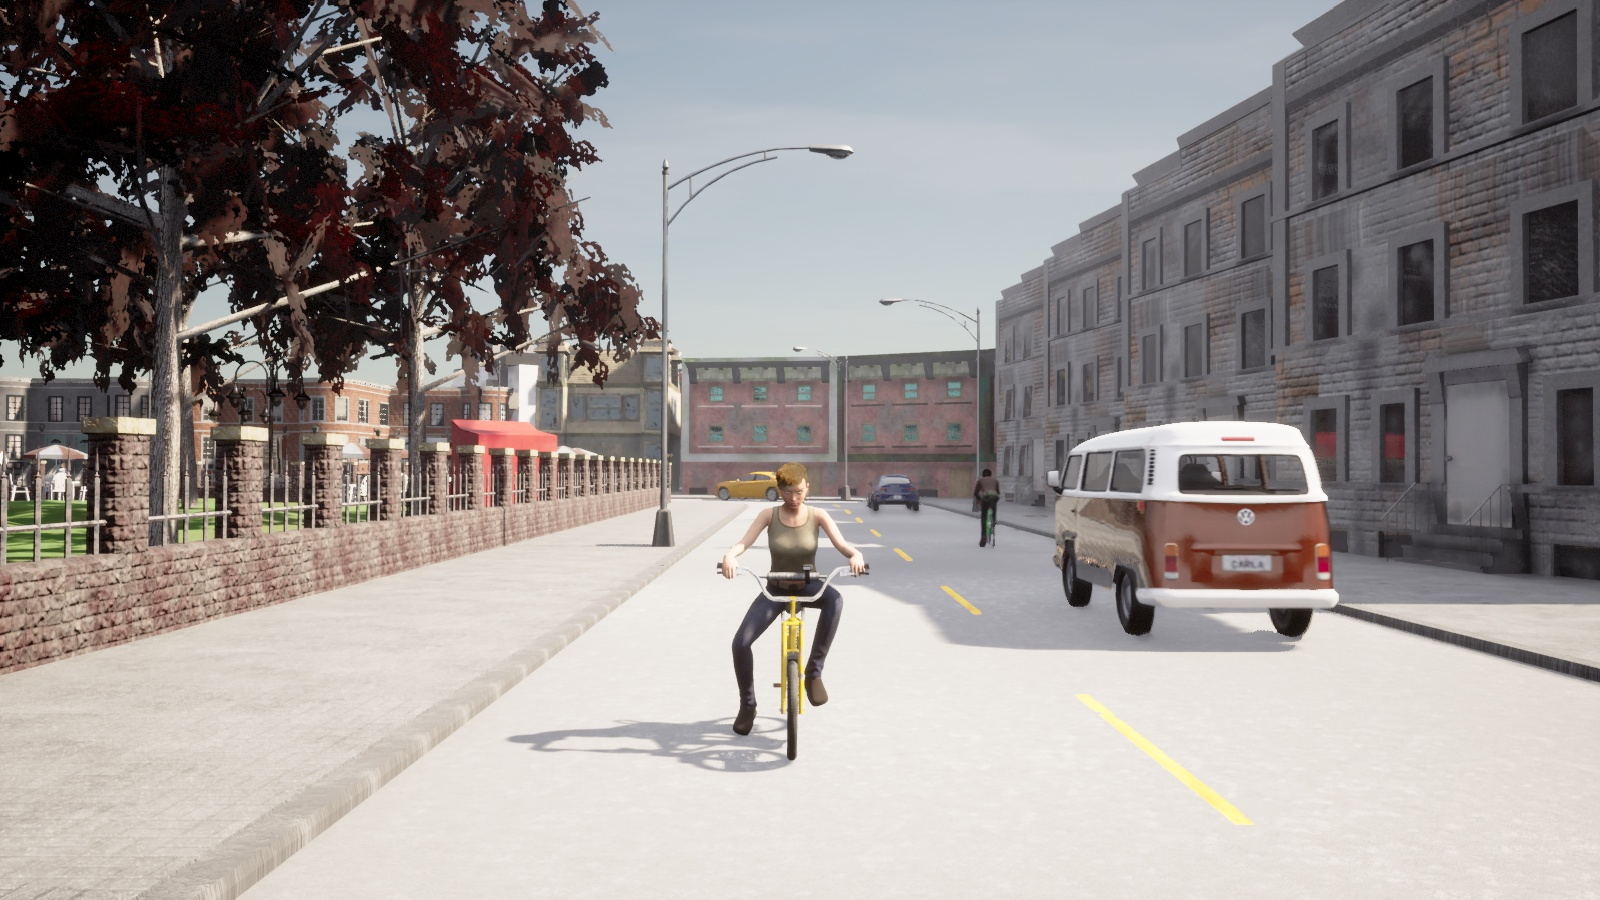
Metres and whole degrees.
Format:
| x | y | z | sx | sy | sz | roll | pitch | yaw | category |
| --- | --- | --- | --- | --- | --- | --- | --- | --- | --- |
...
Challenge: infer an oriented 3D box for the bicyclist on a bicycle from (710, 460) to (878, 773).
| x | y | z | sx | sy | sz | roll | pitch | yaw | category |
| --- | --- | --- | --- | --- | --- | --- | --- | --- | --- |
| -0.034 | 0.873 | 7.262 | 0.866 | 1.612 | 1.509 | 0 | -1 | 0 | bicyclist on a bicycle |

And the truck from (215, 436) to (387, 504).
| x | y | z | sx | sy | sz | roll | pitch | yaw | category |
| --- | --- | --- | --- | --- | --- | --- | --- | --- | --- |
| -26.305 | 1.051 | 66.468 | 7.936 | 3.462 | 2.891 | 0 | -1 | 0 | truck |

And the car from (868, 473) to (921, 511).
| x | y | z | sx | sy | sz | roll | pitch | yaw | category |
| --- | --- | --- | --- | --- | --- | --- | --- | --- | --- |
| 3.806 | 1.685 | 51.358 | 1.812 | 1.442 | 4.674 | 0 | -1 | 0 | car |

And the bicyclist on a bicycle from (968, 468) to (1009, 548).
| x | y | z | sx | sy | sz | roll | pitch | yaw | category |
| --- | --- | --- | --- | --- | --- | --- | --- | --- | --- |
| 3.908 | 1.190 | 26.139 | 0.582 | 1.620 | 1.656 | 0 | -1 | 0 | bicyclist on a bicycle |

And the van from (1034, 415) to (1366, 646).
| x | y | z | sx | sy | sz | roll | pitch | yaw | category |
| --- | --- | --- | --- | --- | --- | --- | --- | --- | --- |
| 3.958 | 0.746 | 13.358 | 2.069 | 2.038 | 4.480 | 0 | -1 | 0 | van |

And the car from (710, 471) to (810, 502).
| x | y | z | sx | sy | sz | roll | pitch | yaw | category |
| --- | --- | --- | --- | --- | --- | --- | --- | --- | --- |
| -2.113 | 1.895 | 65.214 | 5.008 | 1.535 | 1.882 | -1 | -1 | 33 | car |
